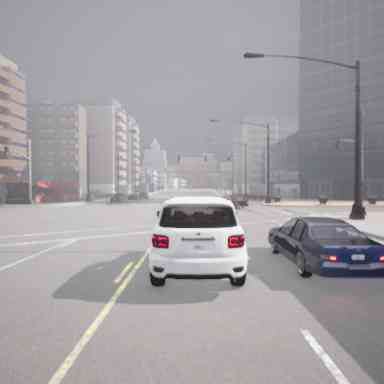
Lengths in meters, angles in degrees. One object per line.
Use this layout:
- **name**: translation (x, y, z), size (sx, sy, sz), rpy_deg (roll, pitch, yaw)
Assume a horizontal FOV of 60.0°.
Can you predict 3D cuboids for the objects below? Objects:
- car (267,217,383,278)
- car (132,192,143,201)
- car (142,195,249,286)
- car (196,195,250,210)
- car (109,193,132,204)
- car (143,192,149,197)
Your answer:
- **car**: translation (3.659, 1.443, 9.808), size (2.033, 1.411, 5.357), rpy_deg (0, 1, 0)
- **car**: translation (-10.238, 0.877, 57.329), size (1.994, 1.385, 4.181), rpy_deg (0, 0, 0)
- **car**: translation (0.143, 1.130, 9.265), size (2.150, 2.045, 5.566), rpy_deg (0, 1, 0)
- **car**: translation (3.131, 1.062, 34.308), size (5.357, 1.411, 2.033), rpy_deg (0, 1, 1)
- **car**: translation (-10.303, 0.886, 47.123), size (1.837, 1.490, 4.892), rpy_deg (0, 0, 1)
- **car**: translation (-10.109, 0.744, 68.805), size (1.882, 1.535, 5.008), rpy_deg (0, 0, 0)
